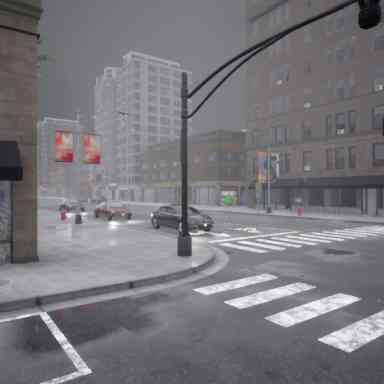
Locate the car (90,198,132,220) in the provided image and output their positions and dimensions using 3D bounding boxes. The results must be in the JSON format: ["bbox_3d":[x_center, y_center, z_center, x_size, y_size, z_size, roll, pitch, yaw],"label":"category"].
[{"bbox_3d":[-6.706,1.489,27.739,1.812,1.442,4.674,0,0,-36],"label":"car"}]

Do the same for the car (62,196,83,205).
[{"bbox_3d":[-21.494,1.450,59.595,2.033,1.411,5.357,0,0,-36],"label":"car"}]

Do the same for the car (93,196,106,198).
[{"bbox_3d":[-16.243,1.410,57.870,1.837,1.490,4.892,0,0,-36],"label":"car"}]

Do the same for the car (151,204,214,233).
[{"bbox_3d":[-0.693,1.484,19.413,1.837,1.490,4.892,0,0,-35],"label":"car"}]

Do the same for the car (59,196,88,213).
[{"bbox_3d":[-13.414,1.472,37.027,1.812,1.442,4.674,0,0,-36],"label":"car"}]

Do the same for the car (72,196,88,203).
[{"bbox_3d":[-22.335,1.451,66.280,1.994,1.385,4.181,0,0,-36],"label":"car"}]
